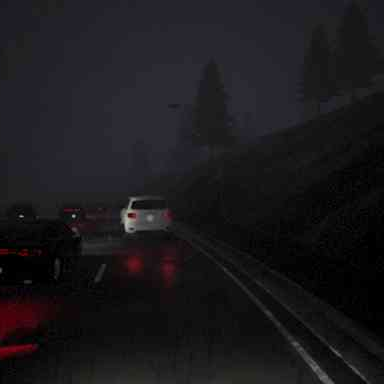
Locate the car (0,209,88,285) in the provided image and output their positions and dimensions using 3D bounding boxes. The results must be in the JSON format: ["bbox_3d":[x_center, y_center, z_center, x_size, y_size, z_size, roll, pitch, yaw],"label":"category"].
[{"bbox_3d":[-4.432,1.483,9.394,1.882,1.535,5.008,0,0,-8],"label":"car"}]

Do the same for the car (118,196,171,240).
[{"bbox_3d":[-2.540,1.213,17.237,2.150,2.045,5.566,0,0,-15],"label":"car"}]

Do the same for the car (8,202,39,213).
[{"bbox_3d":[-13.254,1.522,26.084,1.837,1.490,4.892,0,0,-24],"label":"car"}]

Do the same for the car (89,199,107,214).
[{"bbox_3d":[-10.540,1.526,35.717,1.812,1.442,4.674,0,0,-31],"label":"car"}]

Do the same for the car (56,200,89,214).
[{"bbox_3d":[-9.681,1.511,26.632,1.837,1.490,4.892,0,0,-24],"label":"car"}]
